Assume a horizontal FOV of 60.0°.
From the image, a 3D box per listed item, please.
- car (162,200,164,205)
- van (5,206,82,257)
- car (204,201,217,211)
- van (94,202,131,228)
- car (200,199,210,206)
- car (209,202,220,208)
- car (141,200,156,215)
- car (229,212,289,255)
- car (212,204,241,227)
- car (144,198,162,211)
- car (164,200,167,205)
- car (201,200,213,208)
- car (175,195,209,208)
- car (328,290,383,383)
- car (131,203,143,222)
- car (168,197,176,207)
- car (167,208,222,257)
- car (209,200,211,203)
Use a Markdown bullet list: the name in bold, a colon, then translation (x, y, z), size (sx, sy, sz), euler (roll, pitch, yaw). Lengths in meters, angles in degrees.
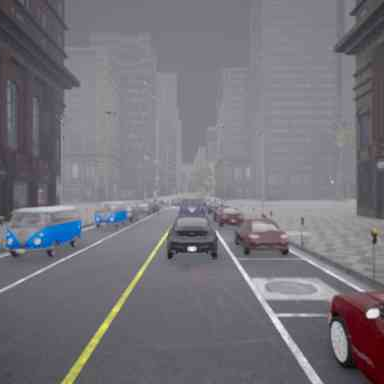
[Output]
- **car**: translation (-5.753, 1.963, 50.386), size (1.967, 1.590, 4.097), euler (0, -1, 0)
- **van**: translation (-5.759, 1.481, 13.283), size (1.690, 1.788, 3.998), euler (0, -1, 0)
- **car**: translation (2.772, 2.115, 51.539), size (1.802, 1.307, 4.206), euler (0, 0, 0)
- **van**: translation (-5.757, 1.593, 23.883), size (1.690, 1.788, 3.998), euler (0, -1, 0)
- **car**: translation (2.776, 2.247, 69.706), size (1.947, 1.339, 4.313), euler (0, 0, 0)
- **car**: translation (2.768, 1.882, 29.942), size (1.947, 1.339, 4.313), euler (0, -1, 0)
- **car**: translation (-5.756, 2.001, 39.783), size (1.802, 1.307, 4.206), euler (0, -1, 0)
- **car**: translation (2.766, 1.727, 13.745), size (1.802, 1.307, 4.206), euler (0, -1, 0)
- **car**: translation (2.767, 1.804, 24.543), size (1.887, 1.381, 4.507), euler (0, -1, 0)
- **car**: translation (-5.754, 1.788, 45.086), size (2.192, 1.841, 5.009), euler (0, -1, 0)
- **car**: translation (-7.488, 2.025, 63.790), size (4.403, 1.369, 2.008), euler (-1, 0, -9)
- **car**: translation (2.775, 2.191, 62.341), size (1.947, 1.339, 4.313), euler (0, 0, 0)
- **car**: translation (0.012, 1.517, 27.607), size (2.150, 2.045, 5.566), euler (0, 0, 0)
- **car**: translation (2.765, 1.576, 2.947), size (1.887, 1.381, 4.507), euler (0, -1, 0)
- **car**: translation (-5.757, 1.890, 29.181), size (1.802, 1.307, 4.206), euler (0, -1, 0)
- **car**: translation (-3.016, 2.205, 64.569), size (1.994, 1.385, 4.181), euler (0, 0, 1)
- **car**: translation (0.019, 1.650, 13.506), size (1.837, 1.490, 4.892), euler (0, 0, 0)
- **car**: translation (2.770, 1.995, 40.741), size (1.947, 1.339, 4.313), euler (0, -1, 0)
